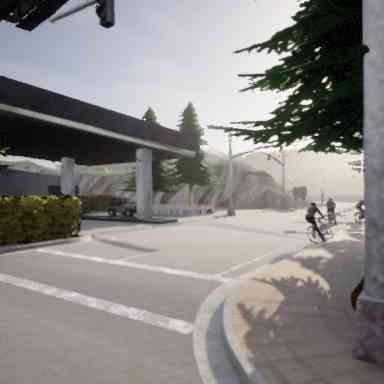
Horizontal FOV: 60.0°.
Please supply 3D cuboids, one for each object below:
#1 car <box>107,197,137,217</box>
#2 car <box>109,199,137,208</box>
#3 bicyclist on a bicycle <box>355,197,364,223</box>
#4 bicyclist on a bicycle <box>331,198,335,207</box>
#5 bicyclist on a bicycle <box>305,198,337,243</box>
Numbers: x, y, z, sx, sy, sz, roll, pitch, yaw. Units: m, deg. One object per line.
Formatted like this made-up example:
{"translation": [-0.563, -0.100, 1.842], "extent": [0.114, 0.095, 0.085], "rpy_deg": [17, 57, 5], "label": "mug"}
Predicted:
{"translation": [-6.470, 1.461, 32.276], "extent": [3.866, 1.878, 1.905], "rpy_deg": [-1, 0, 35], "label": "car"}
{"translation": [-11.121, 1.803, 53.602], "extent": [4.181, 1.385, 1.994], "rpy_deg": [-1, 0, 36], "label": "car"}
{"translation": [10.811, 1.095, 20.738], "extent": [1.656, 1.620, 0.582], "rpy_deg": [-5, -10, -10], "label": "bicyclist on a bicycle"}
{"translation": [8.744, 1.217, 20.961], "extent": [0.582, 1.620, 1.656], "rpy_deg": [-1, 0, 26], "label": "bicyclist on a bicycle"}
{"translation": [4.965, 1.213, 13.254], "extent": [1.656, 1.620, 0.582], "rpy_deg": [0, -20, -38], "label": "bicyclist on a bicycle"}
